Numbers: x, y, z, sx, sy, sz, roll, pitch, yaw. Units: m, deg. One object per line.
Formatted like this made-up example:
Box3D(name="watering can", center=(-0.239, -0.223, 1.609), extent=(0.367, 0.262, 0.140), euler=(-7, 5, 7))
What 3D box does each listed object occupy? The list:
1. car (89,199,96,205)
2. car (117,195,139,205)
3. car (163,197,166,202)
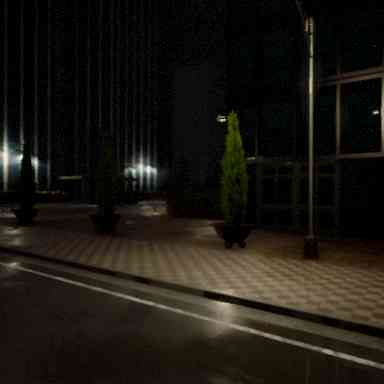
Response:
Box3D(name="car", center=(-13.552, 1.271, 52.433), extent=(2.033, 1.411, 5.357), euler=(0, 0, 35))
Box3D(name="car", center=(-10.309, 1.238, 50.964), extent=(2.128, 1.511, 4.902), euler=(0, 0, 35))
Box3D(name="car", center=(-3.699, 1.140, 66.347), extent=(1.837, 1.490, 4.892), euler=(0, 0, 35))
